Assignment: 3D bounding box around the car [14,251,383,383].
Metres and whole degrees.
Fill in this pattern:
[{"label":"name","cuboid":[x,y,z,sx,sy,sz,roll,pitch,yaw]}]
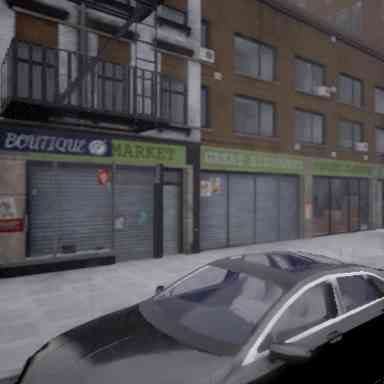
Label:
[{"label":"car","cuboid":[0.762,1.499,3.613,4.902,1.511,2.128,0,0,-35]}]
